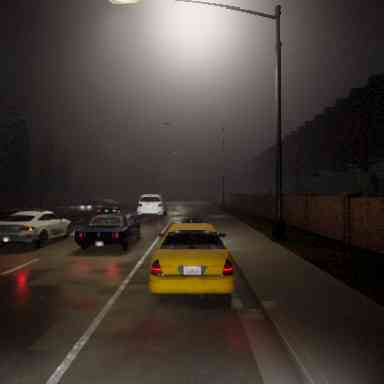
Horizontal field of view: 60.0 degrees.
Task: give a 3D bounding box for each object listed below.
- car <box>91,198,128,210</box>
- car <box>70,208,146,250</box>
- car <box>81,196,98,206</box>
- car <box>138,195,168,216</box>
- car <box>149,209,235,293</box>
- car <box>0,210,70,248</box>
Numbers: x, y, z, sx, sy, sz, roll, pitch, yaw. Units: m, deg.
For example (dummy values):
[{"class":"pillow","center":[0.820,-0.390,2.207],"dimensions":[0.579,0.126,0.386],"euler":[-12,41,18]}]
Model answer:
[{"class":"car","center":[-6.894,1.560,29.311],"dimensions":[2.033,1.411,5.357],"euler":[0,0,0]},{"class":"car","center":[-3.393,1.607,14.426],"dimensions":[1.895,1.301,4.718],"euler":[0,0,0]},{"class":"car","center":[-17.401,1.518,56.767],"dimensions":[2.128,1.511,4.902],"euler":[0,0,0]},{"class":"car","center":[-3.394,1.229,29.334],"dimensions":[2.150,2.045,5.566],"euler":[0,0,0]},{"class":"car","center":[0.004,1.461,8.842],"dimensions":[1.801,1.575,5.366],"euler":[0,0,0]},{"class":"car","center":[-6.890,1.532,14.707],"dimensions":[1.812,1.442,4.674],"euler":[0,0,0]}]
